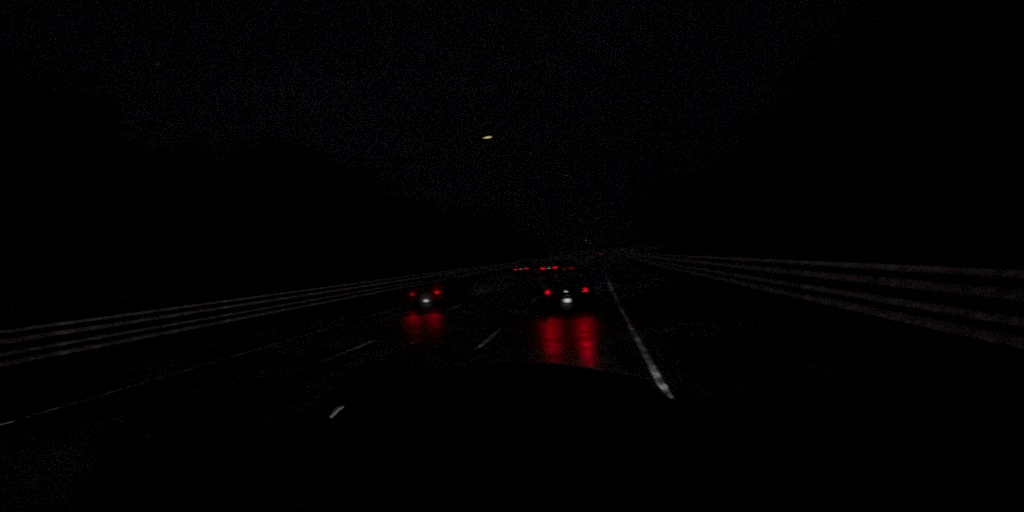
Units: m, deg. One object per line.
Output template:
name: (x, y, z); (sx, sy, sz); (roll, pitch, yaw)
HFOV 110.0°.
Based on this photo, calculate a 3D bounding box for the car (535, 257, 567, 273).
car: (4.000, 1.160, 36.009); (2.033, 1.411, 5.357); (-5, -1, 13)

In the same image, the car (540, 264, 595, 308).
car: (2.371, 1.211, 14.516); (1.895, 1.301, 4.718); (-5, 0, 13)

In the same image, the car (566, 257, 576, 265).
car: (8.164, 0.865, 52.183); (1.812, 1.442, 4.674); (-5, 0, 14)

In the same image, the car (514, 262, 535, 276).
car: (1.582, 1.409, 40.880); (2.033, 1.411, 5.357); (-5, 0, 14)

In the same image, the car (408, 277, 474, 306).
car: (-3.621, 1.781, 19.214); (1.895, 1.301, 4.718); (-5, 0, 13)
